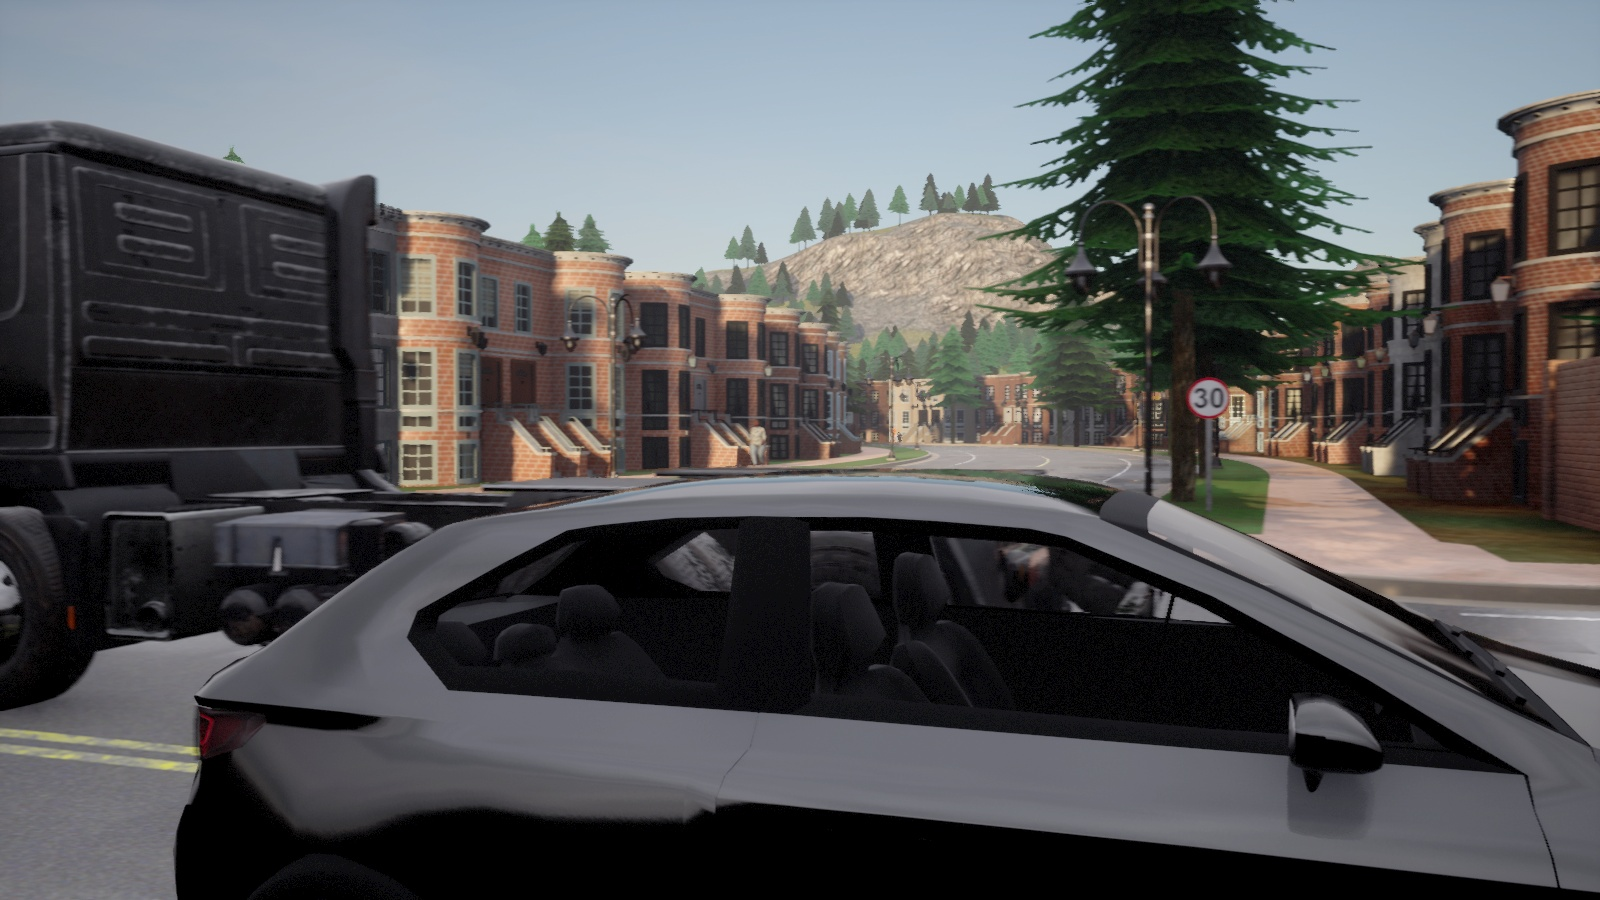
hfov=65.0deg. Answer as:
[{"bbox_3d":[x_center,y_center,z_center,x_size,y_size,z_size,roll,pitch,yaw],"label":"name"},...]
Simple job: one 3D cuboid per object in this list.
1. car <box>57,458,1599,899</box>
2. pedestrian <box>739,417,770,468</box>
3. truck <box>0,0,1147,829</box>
[{"bbox_3d":[0.630,0.795,2.981,4.193,1.474,1.816,1,1,19],"label":"car"},{"bbox_3d":[-1.648,-0.283,45.717,0.874,1.855,0.900,1,1,20],"label":"pedestrian"},{"bbox_3d":[-2.113,-0.285,7.582,7.936,3.462,2.891,1,1,19],"label":"truck"}]
